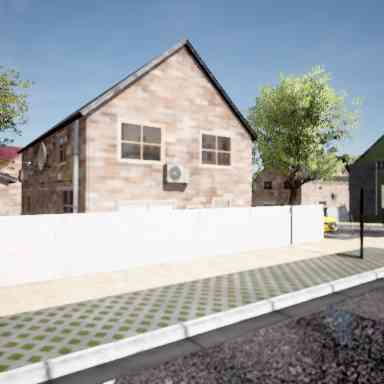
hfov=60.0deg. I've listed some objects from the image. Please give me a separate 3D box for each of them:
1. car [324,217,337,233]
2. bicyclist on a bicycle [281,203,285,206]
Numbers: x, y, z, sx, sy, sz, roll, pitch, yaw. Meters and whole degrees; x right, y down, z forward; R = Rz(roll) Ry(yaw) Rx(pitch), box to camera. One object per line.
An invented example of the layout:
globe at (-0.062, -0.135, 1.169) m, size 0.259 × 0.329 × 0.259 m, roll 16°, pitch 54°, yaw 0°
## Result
car at (7.393, 1.954, 22.806) m, size 1.882 × 1.535 × 5.008 m, roll 1°, pitch -2°, yaw -35°
bicyclist on a bicycle at (8.583, 1.816, 31.265) m, size 1.656 × 1.620 × 0.582 m, roll -2°, pitch 1°, yaw -35°
